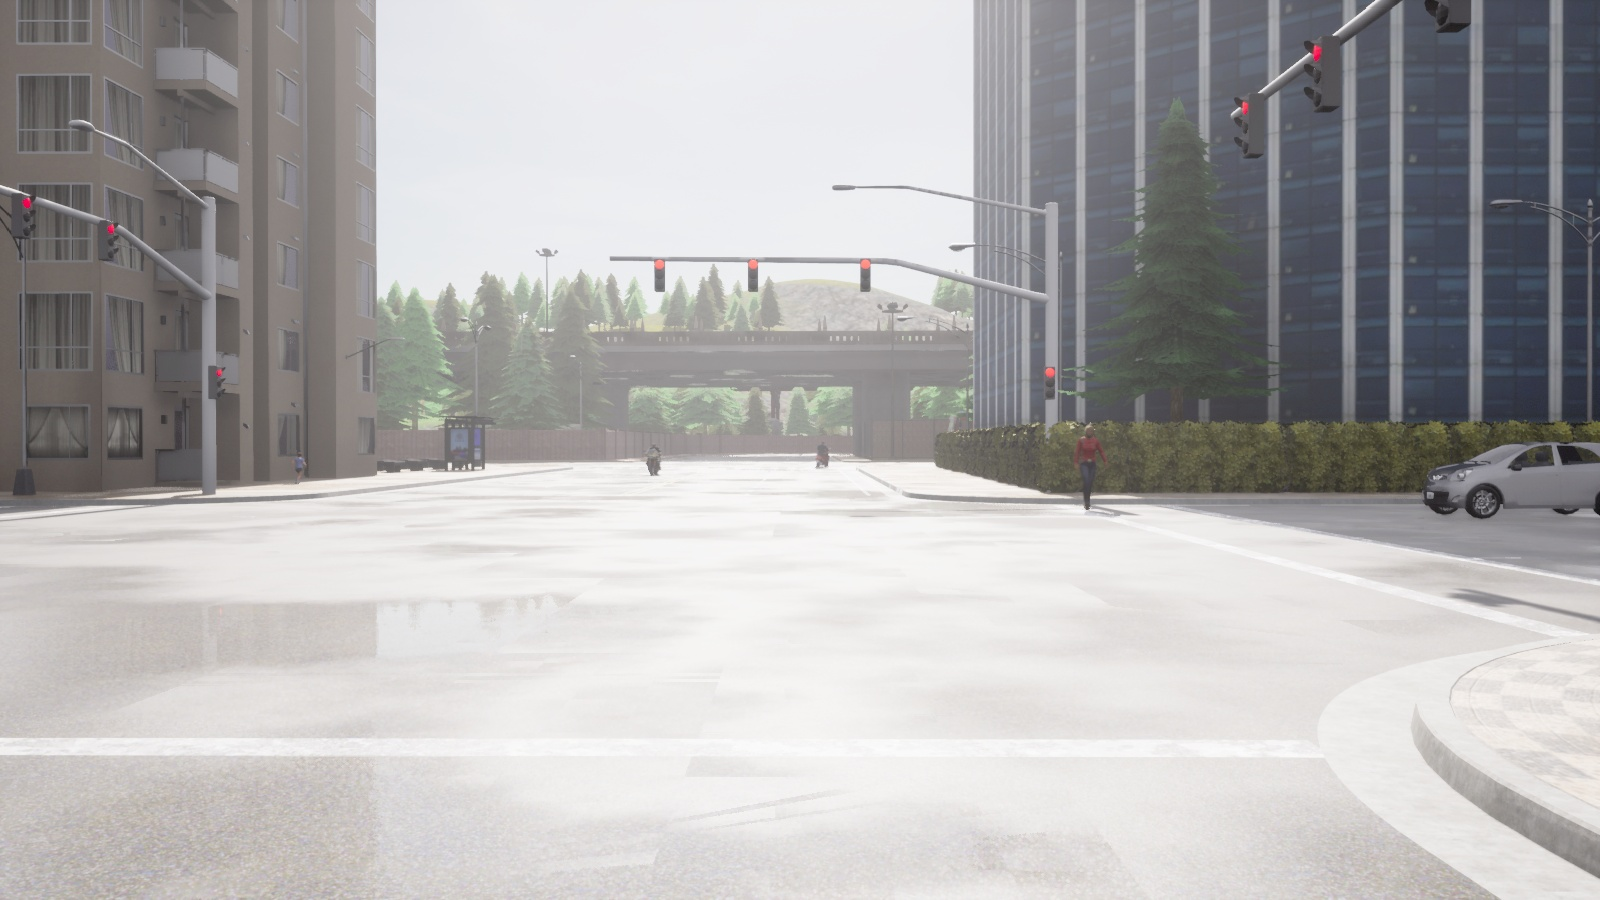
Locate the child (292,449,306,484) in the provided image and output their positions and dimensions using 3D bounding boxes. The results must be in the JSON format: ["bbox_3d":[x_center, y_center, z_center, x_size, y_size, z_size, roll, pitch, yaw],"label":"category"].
[{"bbox_3d":[-16.407,0.540,41.105,0.255,1.110,0.394,0,0,7],"label":"child"}]

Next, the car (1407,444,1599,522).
[{"bbox_3d":[14.359,0.631,24.997,3.633,1.501,1.845,0,0,0],"label":"car"}]

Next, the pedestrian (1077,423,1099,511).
[{"bbox_3d":[6.129,0.363,26.708,0.331,1.846,0.636,0,0,1],"label":"pedestrian"}]

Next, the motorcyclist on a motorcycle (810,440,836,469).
[{"bbox_3d":[1.360,0.247,73.956,0.866,1.590,1.817,3,2,23],"label":"motorcyclist on a motorcycle"}]

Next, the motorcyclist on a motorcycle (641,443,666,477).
[{"bbox_3d":[-6.670,0.453,57.227,0.866,1.530,2.191,0,0,0],"label":"motorcyclist on a motorcycle"}]

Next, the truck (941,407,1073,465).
[{"bbox_3d":[14.019,-0.945,85.445,8.468,3.827,2.891,0,0,0],"label":"truck"}]
